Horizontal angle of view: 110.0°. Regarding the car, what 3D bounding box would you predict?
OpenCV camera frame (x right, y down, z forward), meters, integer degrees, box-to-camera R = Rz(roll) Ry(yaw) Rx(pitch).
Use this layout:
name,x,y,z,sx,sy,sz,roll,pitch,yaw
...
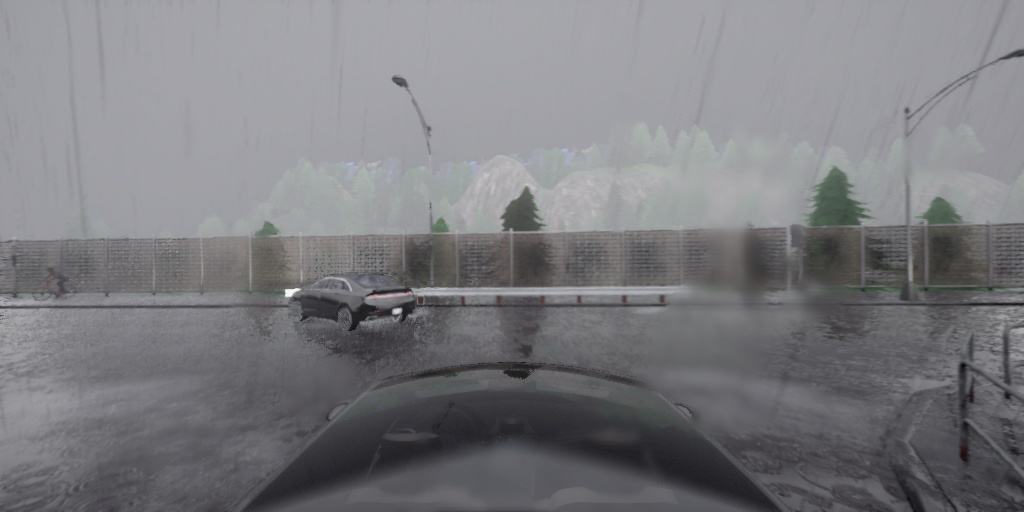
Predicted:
name,x,y,z,sx,sy,sz,roll,pitch,yaw
car,-5.067,1.303,11.109,4.902,1.511,2.128,-1,-1,36

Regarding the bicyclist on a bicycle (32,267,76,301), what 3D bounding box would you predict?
name,x,y,z,sx,sy,sz,roll,pitch,yaw
bicyclist on a bicycle,-22.832,1.383,17.918,0.582,1.620,1.656,-1,0,4
